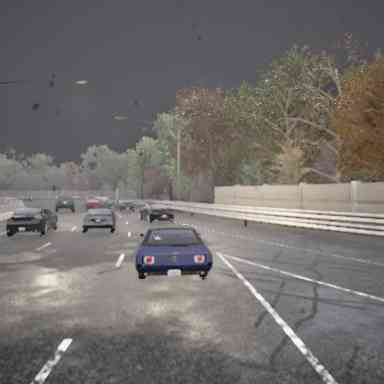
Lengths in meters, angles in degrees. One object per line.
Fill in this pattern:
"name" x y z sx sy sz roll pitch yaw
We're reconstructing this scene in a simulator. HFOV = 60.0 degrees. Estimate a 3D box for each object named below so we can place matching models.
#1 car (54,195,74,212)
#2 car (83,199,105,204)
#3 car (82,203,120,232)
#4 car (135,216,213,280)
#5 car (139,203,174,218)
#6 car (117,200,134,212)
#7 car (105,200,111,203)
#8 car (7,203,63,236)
"car" -16.136 1.451 41.980 2.150 2.045 5.566 0 0 -23
"car" -13.236 1.718 43.961 1.882 1.535 5.008 0 0 -24
"car" -5.762 1.662 21.015 2.033 1.411 5.357 0 0 -12
"car" -0.640 1.657 10.177 1.895 1.301 4.718 0 0 -6
"car" -2.938 1.623 26.855 1.882 1.535 5.008 0 0 -21
"car" -8.506 1.730 41.718 1.837 1.490 4.892 0 -1 -22
"car" -14.629 1.898 54.408 1.895 1.301 4.718 0 0 -29
"car" -9.006 1.611 19.101 1.837 1.490 4.892 0 0 -11
